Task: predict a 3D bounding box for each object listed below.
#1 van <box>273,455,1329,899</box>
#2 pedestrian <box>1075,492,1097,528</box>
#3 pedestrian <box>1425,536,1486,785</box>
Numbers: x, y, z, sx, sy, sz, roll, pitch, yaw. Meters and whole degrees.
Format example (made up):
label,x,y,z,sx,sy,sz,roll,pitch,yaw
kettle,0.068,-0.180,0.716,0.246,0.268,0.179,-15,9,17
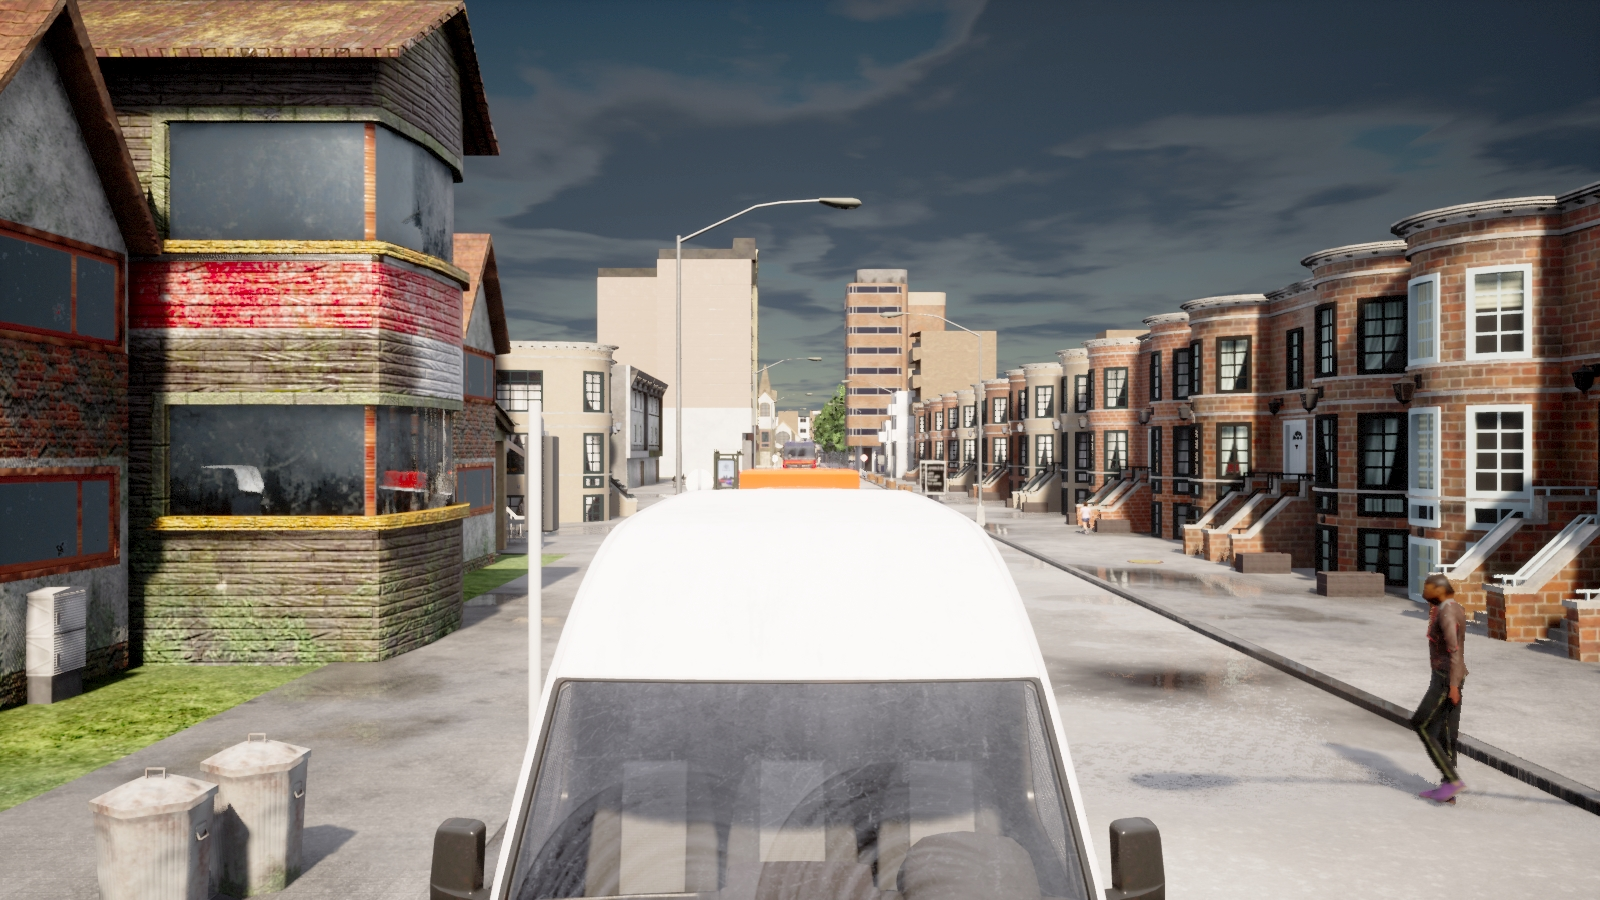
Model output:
label,x,y,z,sx,sy,sz,roll,pitch,yaw
van,-0.003,1.314,5.110,1.988,2.561,5.915,0,0,0
pedestrian,9.121,1.903,36.414,0.500,1.100,0.500,0,0,-11
pedestrian,5.165,1.629,8.998,0.375,1.860,0.375,0,0,36
